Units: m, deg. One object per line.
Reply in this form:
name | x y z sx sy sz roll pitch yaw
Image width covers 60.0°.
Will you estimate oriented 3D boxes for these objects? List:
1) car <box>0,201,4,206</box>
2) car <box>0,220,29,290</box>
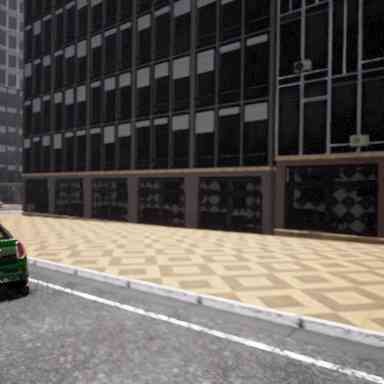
car | -29.525 1.566 47.219 1.752 1.417 4.829 1 0 36
car | -5.900 1.338 7.848 4.553 1.767 2.097 0 0 35
